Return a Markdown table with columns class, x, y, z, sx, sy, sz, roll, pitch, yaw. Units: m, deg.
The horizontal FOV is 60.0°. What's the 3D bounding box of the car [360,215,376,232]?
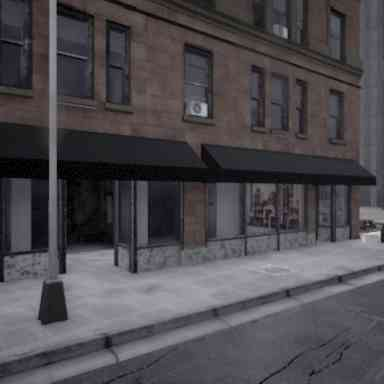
| class | x | y | z | sx | sy | sz | roll | pitch | yaw |
| --- | --- | --- | --- | --- | --- | --- | --- | --- | --- |
| car | 8.427 | 1.575 | 19.577 | 1.994 | 1.385 | 4.181 | 0 | 0 | -31 |
